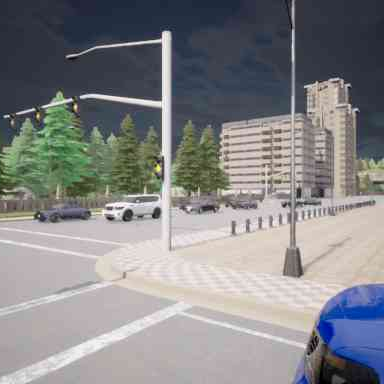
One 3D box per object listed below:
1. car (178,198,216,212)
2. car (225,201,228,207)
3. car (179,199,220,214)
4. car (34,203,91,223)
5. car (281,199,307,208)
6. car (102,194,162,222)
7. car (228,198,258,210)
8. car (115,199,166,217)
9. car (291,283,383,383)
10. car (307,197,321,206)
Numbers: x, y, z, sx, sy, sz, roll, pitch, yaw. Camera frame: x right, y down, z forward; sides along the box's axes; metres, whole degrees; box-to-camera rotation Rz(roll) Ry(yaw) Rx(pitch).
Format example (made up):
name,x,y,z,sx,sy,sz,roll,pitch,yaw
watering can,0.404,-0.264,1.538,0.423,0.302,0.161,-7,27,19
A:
name,x,y,z,sx,sy,sz,roll,pitch,yaw
car,0.702,1.547,40.682,2.033,1.411,5.357,0,0,36
car,6.526,1.564,48.791,1.994,1.385,4.181,0,0,36
car,1.120,1.491,35.239,2.128,1.511,4.902,0,0,36
car,-9.937,1.564,25.765,1.994,1.385,4.181,0,0,35
car,14.446,1.601,47.568,1.895,1.301,4.718,0,0,35
car,-4.644,1.221,27.159,2.150,2.045,5.566,0,0,35
car,6.945,1.564,43.382,1.994,1.385,4.181,0,0,36
car,-4.974,1.491,32.725,2.128,1.511,4.902,0,0,35
car,3.361,1.221,1.569,5.566,2.045,2.150,0,0,36
car,20.229,1.564,55.678,1.994,1.385,4.181,0,0,35
